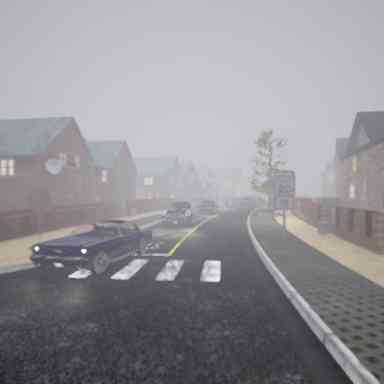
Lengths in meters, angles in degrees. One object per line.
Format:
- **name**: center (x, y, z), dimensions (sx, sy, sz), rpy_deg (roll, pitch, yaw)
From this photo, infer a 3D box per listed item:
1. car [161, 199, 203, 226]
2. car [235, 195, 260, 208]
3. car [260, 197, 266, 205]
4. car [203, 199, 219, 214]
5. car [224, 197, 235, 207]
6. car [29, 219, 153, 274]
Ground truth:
- **car**: center (-0.721, 1.378, 23.662), dimensions (2.097, 1.767, 4.553), rpy_deg (0, 0, 10)
- **car**: center (7.992, 1.359, 47.302), dimensions (2.097, 1.767, 4.553), rpy_deg (0, 0, 19)
- **car**: center (11.327, 1.495, 56.740), dimensions (1.837, 1.490, 4.892), rpy_deg (0, 0, 23)
- **car**: center (1.689, 1.503, 35.697), dimensions (1.882, 1.535, 5.008), rpy_deg (0, 0, 14)
- **car**: center (6.366, 1.540, 51.480), dimensions (2.128, 1.511, 4.902), rpy_deg (0, 0, 20)
- **car**: center (-2.960, 1.616, 10.881), dimensions (1.895, 1.301, 4.718), rpy_deg (0, 0, 15)
